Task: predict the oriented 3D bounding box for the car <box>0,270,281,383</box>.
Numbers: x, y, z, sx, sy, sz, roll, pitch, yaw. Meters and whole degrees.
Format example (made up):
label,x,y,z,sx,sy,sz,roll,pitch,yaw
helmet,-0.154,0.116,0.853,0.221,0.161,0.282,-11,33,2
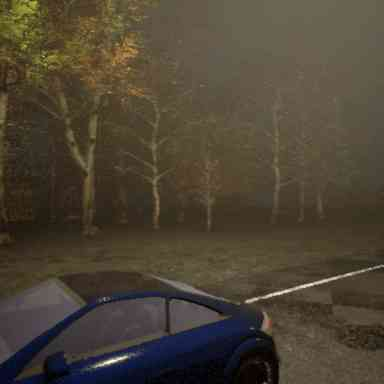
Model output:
label,x,y,z,sx,sy,sz,roll,pitch,yaw
car,-1.093,1.564,3.207,4.181,1.385,1.994,0,0,-35
